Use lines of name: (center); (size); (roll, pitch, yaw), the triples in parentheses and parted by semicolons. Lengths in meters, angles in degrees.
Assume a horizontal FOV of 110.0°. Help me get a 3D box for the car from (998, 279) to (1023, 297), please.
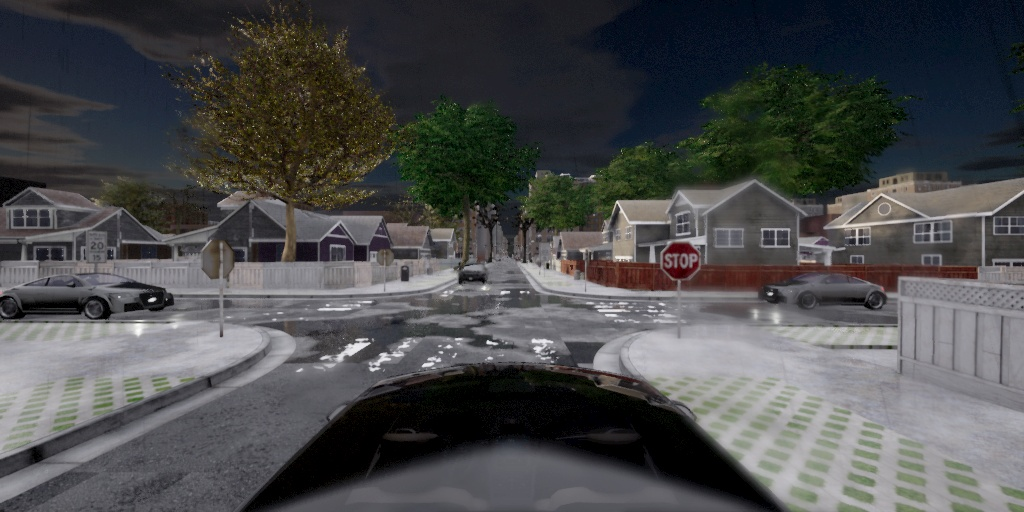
car: (22.984, 1.380, 14.737); (4.902, 1.511, 2.128); (0, 0, -1)

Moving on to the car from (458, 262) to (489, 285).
car: (-2.777, 1.243, 26.557); (1.882, 1.535, 5.008); (0, 0, 0)

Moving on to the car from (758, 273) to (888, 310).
car: (12.616, 1.390, 14.722); (4.181, 1.385, 1.994); (0, 0, 0)

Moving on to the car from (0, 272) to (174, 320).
car: (-13.778, 1.248, 11.739); (4.181, 1.385, 1.994); (0, 0, 0)
